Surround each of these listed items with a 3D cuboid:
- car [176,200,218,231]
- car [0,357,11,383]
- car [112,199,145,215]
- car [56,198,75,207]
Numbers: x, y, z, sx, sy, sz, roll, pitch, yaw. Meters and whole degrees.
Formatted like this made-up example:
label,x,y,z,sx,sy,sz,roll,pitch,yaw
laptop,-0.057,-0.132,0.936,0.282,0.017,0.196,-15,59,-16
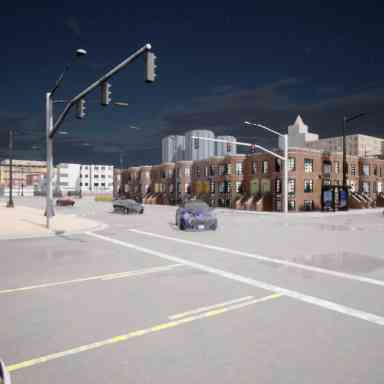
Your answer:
label,x,y,z,sx,sy,sz,roll,pitch,yaw
car,0.222,1.351,20.664,2.097,1.767,4.553,0,0,-8
car,-3.740,1.221,1.100,5.566,2.045,2.150,0,0,-35
car,-6.551,1.504,33.763,1.837,1.490,4.892,0,0,-36
car,-19.899,1.601,52.282,1.895,1.301,4.718,0,0,-36
